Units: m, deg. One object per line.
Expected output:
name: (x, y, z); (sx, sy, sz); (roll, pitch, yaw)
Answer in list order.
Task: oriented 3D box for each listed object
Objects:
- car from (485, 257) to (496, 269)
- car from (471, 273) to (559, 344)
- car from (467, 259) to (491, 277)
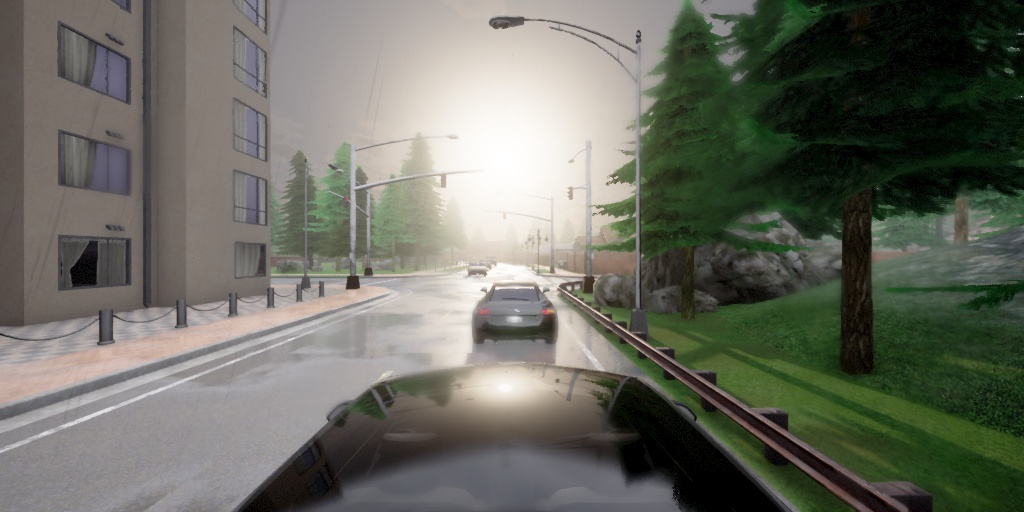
car: (-3.978, 1.213, 52.745); (2.128, 1.511, 4.902); (0, 0, 0)
car: (0.081, 1.314, 9.577); (1.994, 1.385, 4.181); (0, 0, 1)
car: (-3.494, 1.271, 35.431); (2.033, 1.411, 5.357); (0, 0, -8)
